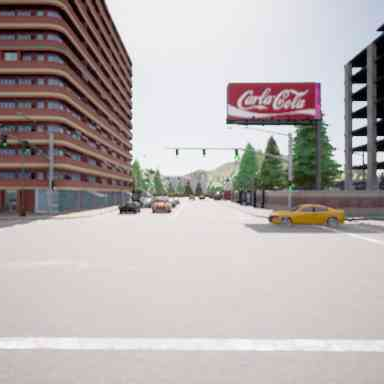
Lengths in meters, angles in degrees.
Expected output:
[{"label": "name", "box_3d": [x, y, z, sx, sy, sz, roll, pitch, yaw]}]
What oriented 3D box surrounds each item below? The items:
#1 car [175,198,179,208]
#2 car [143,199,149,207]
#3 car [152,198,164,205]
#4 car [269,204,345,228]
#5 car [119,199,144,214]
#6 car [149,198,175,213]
[{"label": "car", "box_3d": [-3.574, 1.840, 51.897, 1.994, 1.385, 4.181, 0, 0, 0]}, {"label": "car", "box_3d": [-7.075, 1.764, 51.361, 2.128, 1.511, 4.902, 0, 0, 0]}, {"label": "car", "box_3d": [-6.981, 1.920, 67.794, 1.994, 1.385, 4.181, 0, 0, 0]}, {"label": "car", "box_3d": [7.842, 1.610, 22.874, 5.008, 1.535, 1.882, 0, 0, 0]}, {"label": "car", "box_3d": [-7.086, 1.805, 38.267, 1.895, 1.301, 4.718, 0, 0, 0]}, {"label": "car", "box_3d": [-3.584, 1.566, 40.118, 2.097, 1.767, 4.553, 0, 0, 0]}]
